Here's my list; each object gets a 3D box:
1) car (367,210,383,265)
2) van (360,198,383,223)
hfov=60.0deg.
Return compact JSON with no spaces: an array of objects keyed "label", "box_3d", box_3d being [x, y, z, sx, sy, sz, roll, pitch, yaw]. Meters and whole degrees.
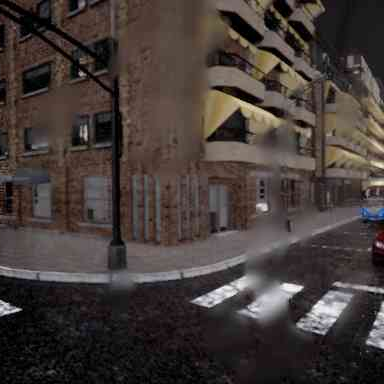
[{"label":"car","box_3d":[7.195,1.509,10.958,1.812,1.442,4.674,0,0,36]},{"label":"van","box_3d":[13.472,1.306,24.260,1.690,1.788,3.998,-1,-1,35]}]
